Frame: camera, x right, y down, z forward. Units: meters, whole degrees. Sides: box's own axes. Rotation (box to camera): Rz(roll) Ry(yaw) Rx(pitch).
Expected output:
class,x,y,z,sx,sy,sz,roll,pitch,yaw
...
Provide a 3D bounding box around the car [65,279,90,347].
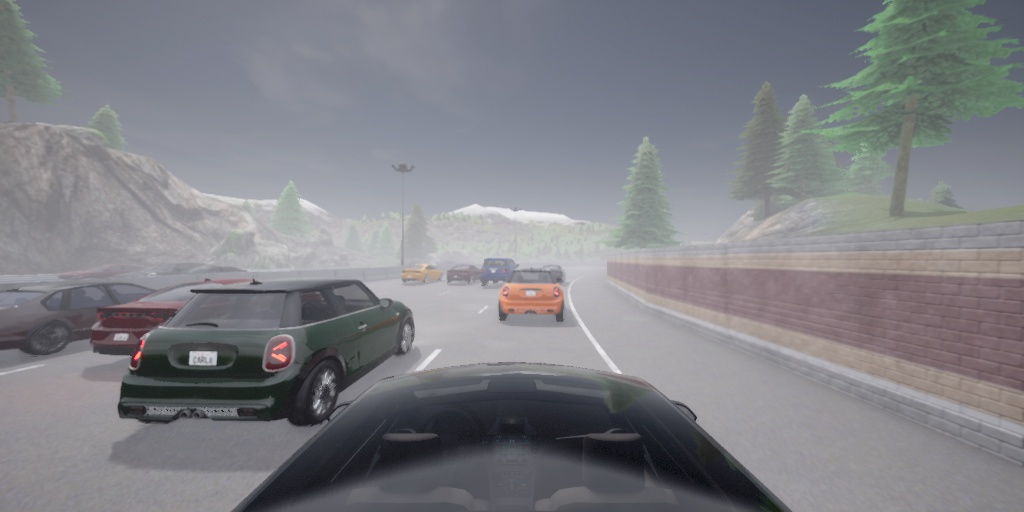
class,x,y,z,sx,sy,sz,roll,pitch,yaw
car,-6.606,1.261,8.642,1.882,1.535,5.008,0,0,3

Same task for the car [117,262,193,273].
class,x,y,z,sx,sy,sz,roll,pitch,yaw
car,-22.738,1.207,24.121,2.097,1.767,4.553,0,0,9

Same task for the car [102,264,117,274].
class,x,y,z,sx,sy,sz,roll,pitch,yaw
car,-25.940,1.411,26.554,2.033,1.411,5.357,0,0,9

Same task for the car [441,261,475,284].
class,x,y,z,sx,sy,sz,roll,pitch,yaw
car,-3.771,1.429,29.688,1.882,1.535,5.008,0,0,12

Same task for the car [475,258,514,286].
class,x,y,z,sx,sy,sz,roll,pitch,yaw
car,-0.761,1.162,27.135,2.150,2.045,5.566,0,0,11

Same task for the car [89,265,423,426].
class,x,y,z,sx,sy,sz,roll,pitch,yaw
car,-3.215,1.125,5.941,2.097,1.767,4.553,0,0,2

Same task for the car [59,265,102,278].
class,x,y,z,sx,sy,sz,roll,pitch,yaw
car,-29.487,1.329,26.295,1.882,1.535,5.008,0,0,10

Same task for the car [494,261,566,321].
class,x,y,z,sx,sy,sz,roll,pitch,yaw
car,0.759,1.191,13.165,2.097,1.767,4.553,0,0,5

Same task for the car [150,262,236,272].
class,x,y,z,sx,sy,sz,roll,pitch,yaw
car,-19.400,1.360,22.911,1.837,1.490,4.892,0,0,9

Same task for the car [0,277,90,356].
class,x,y,z,sx,sy,sz,roll,pitch,yaw
car,-10.146,1.321,8.628,2.033,1.411,5.357,0,0,3

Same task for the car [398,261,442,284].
class,x,y,z,sx,sy,sz,roll,pitch,yaw
car,-7.333,1.419,29.765,1.882,1.535,5.008,0,0,12

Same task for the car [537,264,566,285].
class,x,y,z,sx,sy,sz,roll,pitch,yaw
car,3.350,1.448,29.503,1.882,1.535,5.008,0,0,12
